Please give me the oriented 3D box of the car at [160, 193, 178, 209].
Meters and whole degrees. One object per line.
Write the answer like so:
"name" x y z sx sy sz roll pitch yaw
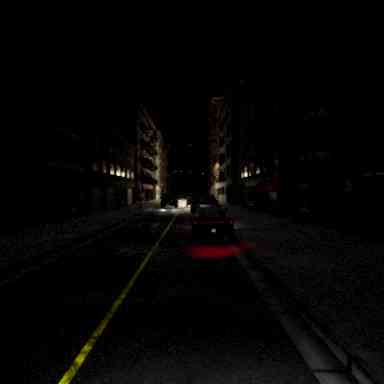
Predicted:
"car" -3.069 1.158 45.574 2.150 2.045 5.566 0 0 0

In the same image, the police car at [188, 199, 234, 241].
"police car" 0.905 1.396 16.504 1.930 1.638 5.238 0 0 0

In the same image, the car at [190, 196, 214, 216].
"car" 0.910 1.300 32.365 2.097 1.767 4.553 0 0 0

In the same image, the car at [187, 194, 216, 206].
"car" 0.909 1.181 26.425 2.150 2.045 5.566 0 0 0
